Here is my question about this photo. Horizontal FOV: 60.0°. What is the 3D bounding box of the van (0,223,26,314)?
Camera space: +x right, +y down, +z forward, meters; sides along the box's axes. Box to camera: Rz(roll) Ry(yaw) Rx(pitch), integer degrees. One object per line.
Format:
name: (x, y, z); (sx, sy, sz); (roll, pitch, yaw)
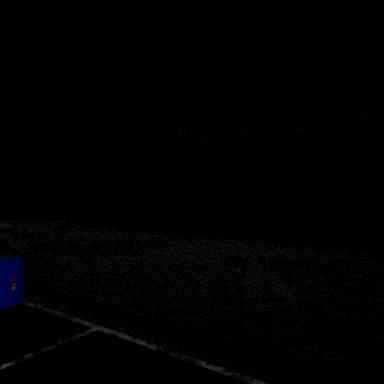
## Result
van: (-4.938, 1.420, 6.500); (3.998, 1.788, 1.690); (-1, -1, 36)
